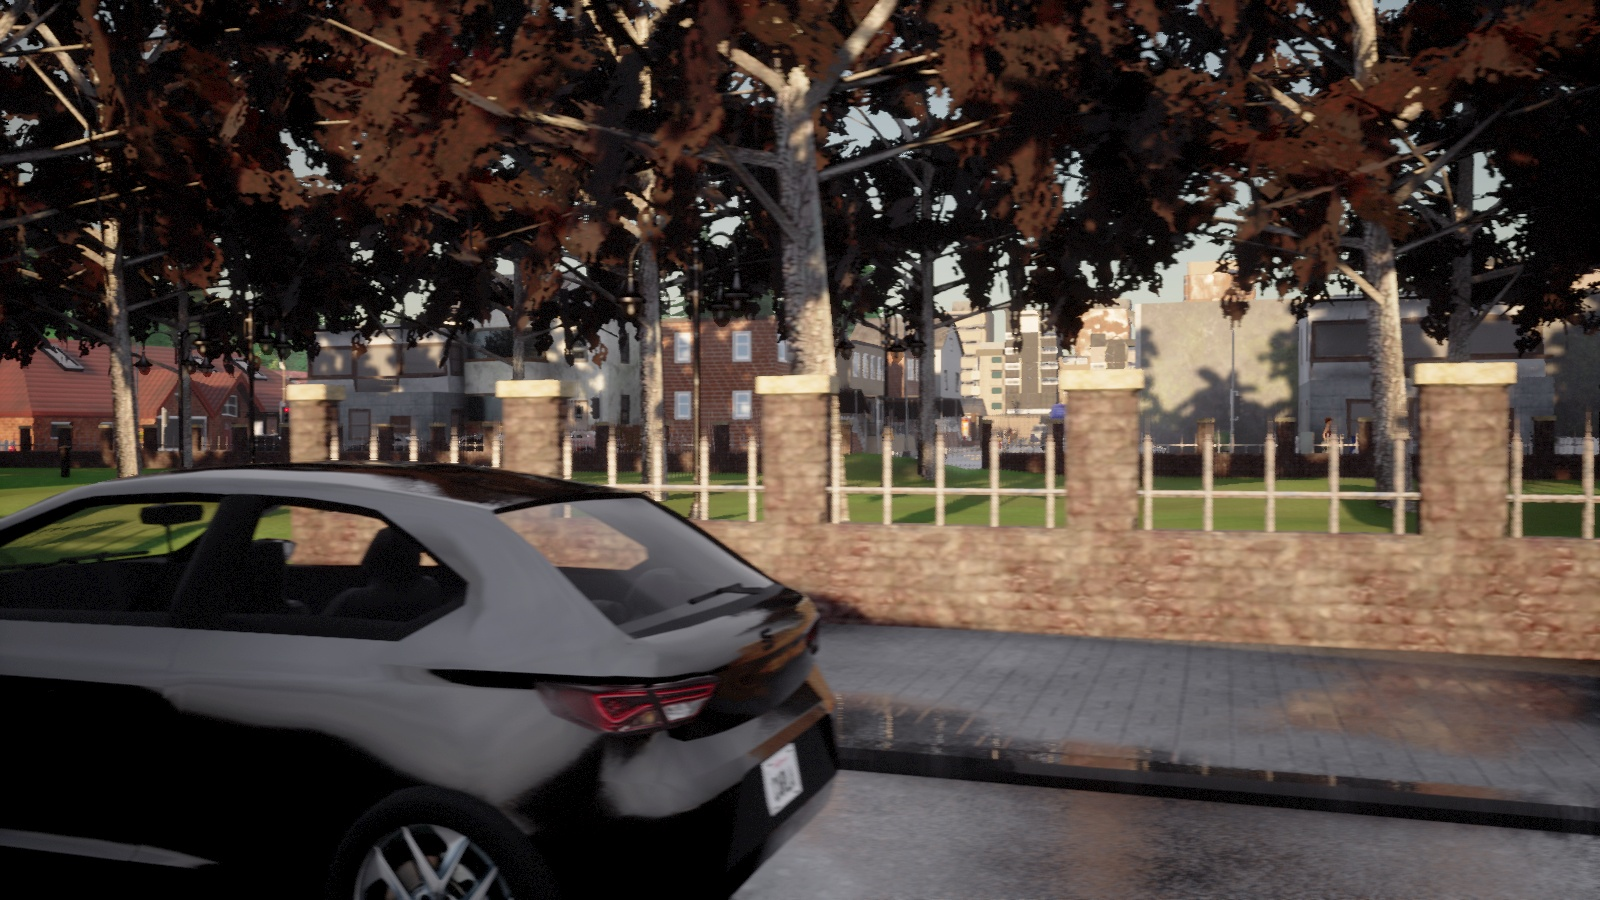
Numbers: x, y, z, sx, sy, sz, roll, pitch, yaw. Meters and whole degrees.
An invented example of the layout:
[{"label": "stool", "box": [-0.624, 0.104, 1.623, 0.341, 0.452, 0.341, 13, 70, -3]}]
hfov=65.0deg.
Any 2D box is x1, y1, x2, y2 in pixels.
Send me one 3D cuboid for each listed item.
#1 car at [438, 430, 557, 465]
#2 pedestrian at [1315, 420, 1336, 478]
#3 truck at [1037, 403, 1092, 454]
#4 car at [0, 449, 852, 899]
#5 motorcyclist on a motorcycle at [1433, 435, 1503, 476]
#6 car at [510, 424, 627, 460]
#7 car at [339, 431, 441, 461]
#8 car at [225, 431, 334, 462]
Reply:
[{"label": "car", "box": [-13.492, -0.115, 56.041, 4.892, 1.490, 1.837, 0, 1, 17]}, {"label": "pedestrian", "box": [16.810, -0.044, 40.184, 0.594, 1.836, 0.345, 1, 1, 18]}, {"label": "truck", "box": [18.834, -1.510, 89.010, 2.891, 3.462, 7.936, 1, 1, 19]}, {"label": "car", "box": [-2.090, 0.761, 4.425, 4.193, 1.474, 1.816, 1, 1, 19]}, {"label": "motorcyclist on a motorcycle", "box": [25.127, 0.199, 47.265, 2.191, 1.530, 0.866, 1, 1, 19]}, {"label": "car", "box": [-10.958, -0.387, 59.405, 5.027, 1.651, 2.152, 1, 1, 19]}, {"label": "car", "box": [-20.469, -0.228, 62.650, 4.674, 1.442, 1.812, 1, 1, 19]}, {"label": "car", "box": [-24.774, -0.198, 59.781, 4.674, 1.442, 1.812, 0, 1, 16]}]
